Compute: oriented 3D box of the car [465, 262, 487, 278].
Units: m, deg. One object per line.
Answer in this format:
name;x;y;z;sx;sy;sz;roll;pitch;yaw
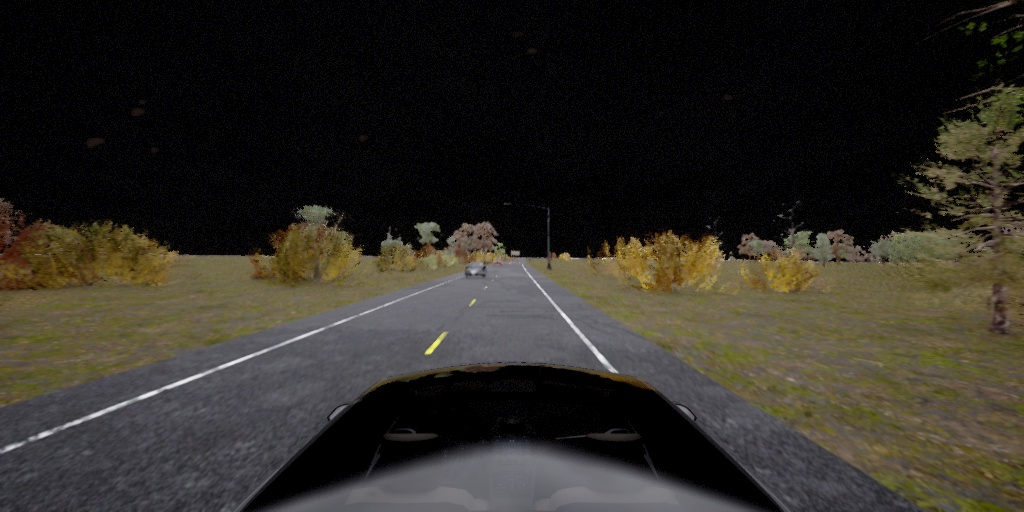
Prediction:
car;-3.458;1.331;34.985;2.128;1.511;4.902;0;0;1
